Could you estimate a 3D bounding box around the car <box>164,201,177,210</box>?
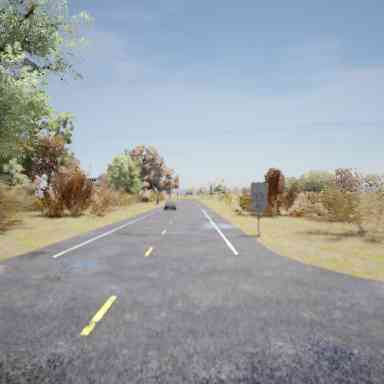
[{"bbox_3d":[-3.536,2.181,54.482,1.882,1.535,5.008,-1,-1,0],"label":"car"}]
